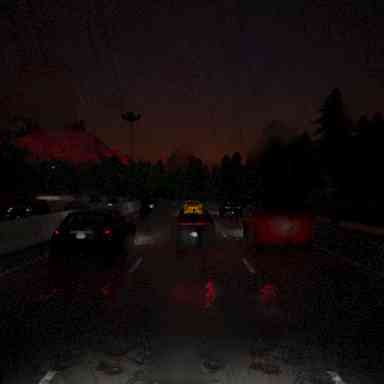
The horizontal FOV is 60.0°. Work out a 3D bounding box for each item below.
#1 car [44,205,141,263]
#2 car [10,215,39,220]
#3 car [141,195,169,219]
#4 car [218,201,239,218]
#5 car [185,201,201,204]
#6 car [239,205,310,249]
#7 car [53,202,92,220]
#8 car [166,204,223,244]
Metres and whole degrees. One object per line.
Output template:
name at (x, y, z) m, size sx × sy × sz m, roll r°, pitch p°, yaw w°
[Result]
car at (-3.411, 1.390, 12.345) m, size 2.097 × 1.767 × 4.553 m, roll 0°, pitch 0°, yaw 0°
car at (-14.127, 1.444, 29.127) m, size 2.097 × 1.767 × 4.553 m, roll 0°, pitch 0°, yaw 0°
car at (-3.405, 1.319, 30.638) m, size 2.150 × 2.045 × 5.566 m, roll 0°, pitch 0°, yaw 0°
car at (3.594, 1.592, 31.530) m, size 2.128 × 1.511 × 4.902 m, roll 0°, pitch 0°, yaw 0°
car at (0.086, 1.583, 33.077) m, size 1.882 × 1.535 × 5.008 m, roll 0°, pitch 0°, yaw 0°
car at (3.593, 1.400, 14.952) m, size 2.097 × 1.767 × 4.553 m, roll 0°, pitch 0°, yaw 0°
car at (-10.630, 1.658, 29.842) m, size 1.994 × 1.385 × 4.181 m, roll 0°, pitch 0°, yaw 0°
car at (0.095, 1.543, 16.043) m, size 2.128 × 1.511 × 4.902 m, roll 0°, pitch 0°, yaw 0°
